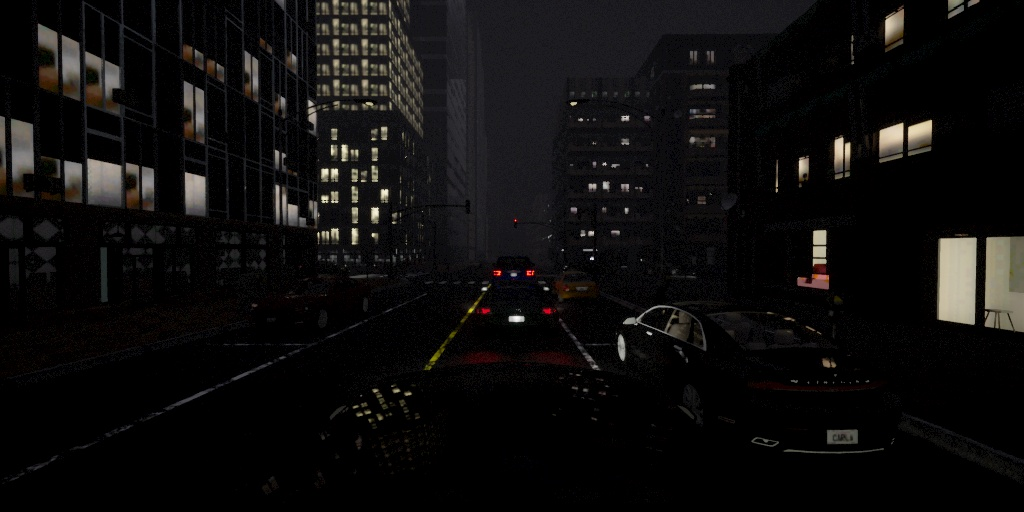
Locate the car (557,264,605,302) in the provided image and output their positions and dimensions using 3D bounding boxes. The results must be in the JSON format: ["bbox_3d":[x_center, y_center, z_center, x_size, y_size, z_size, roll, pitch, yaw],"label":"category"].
[{"bbox_3d":[2.813,1.271,16.687,1.751,1.417,4.829,0,0,0],"label":"car"}]

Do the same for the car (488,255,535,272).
[{"bbox_3d":[0.087,0.967,19.459,2.150,2.045,5.566,0,0,0],"label":"car"}]

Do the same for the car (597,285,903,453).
[{"bbox_3d":[2.817,1.299,5.228,2.007,1.370,4.403,0,0,0],"label":"car"}]

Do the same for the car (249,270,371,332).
[{"bbox_3d":[-5.825,1.292,10.927,1.888,1.381,4.507,0,0,0],"label":"car"}]

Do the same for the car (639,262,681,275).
[{"bbox_3d":[16.294,1.373,39.661,4.403,1.370,2.007,0,0,1],"label":"car"}]

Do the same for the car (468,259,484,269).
[{"bbox_3d":[-5.710,1.264,54.299,1.751,1.417,4.829,0,0,0],"label":"car"}]

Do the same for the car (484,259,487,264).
[{"bbox_3d":[-5.713,1.304,60.123,1.948,1.339,4.313,0,0,0],"label":"car"}]

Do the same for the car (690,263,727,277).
[{"bbox_3d":[21.439,1.456,36.992,5.357,1.411,2.033,0,1,1],"label":"car"}]

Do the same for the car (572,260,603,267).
[{"bbox_3d":[7.038,1.143,36.652,4.553,1.767,2.097,0,1,-7],"label":"car"}]

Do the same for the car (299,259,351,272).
[{"bbox_3d":[-17.870,1.154,34.321,4.674,1.442,1.812,1,1,2],"label":"car"}]

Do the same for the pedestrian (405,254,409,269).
[{"bbox_3d":[-12.564,0.670,42.984,0.375,1.860,0.375,0,0,1],"label":"pedestrian"}]

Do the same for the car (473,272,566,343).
[{"bbox_3d":[0.095,1.312,9.652,1.994,1.385,4.181,0,0,0],"label":"car"}]
